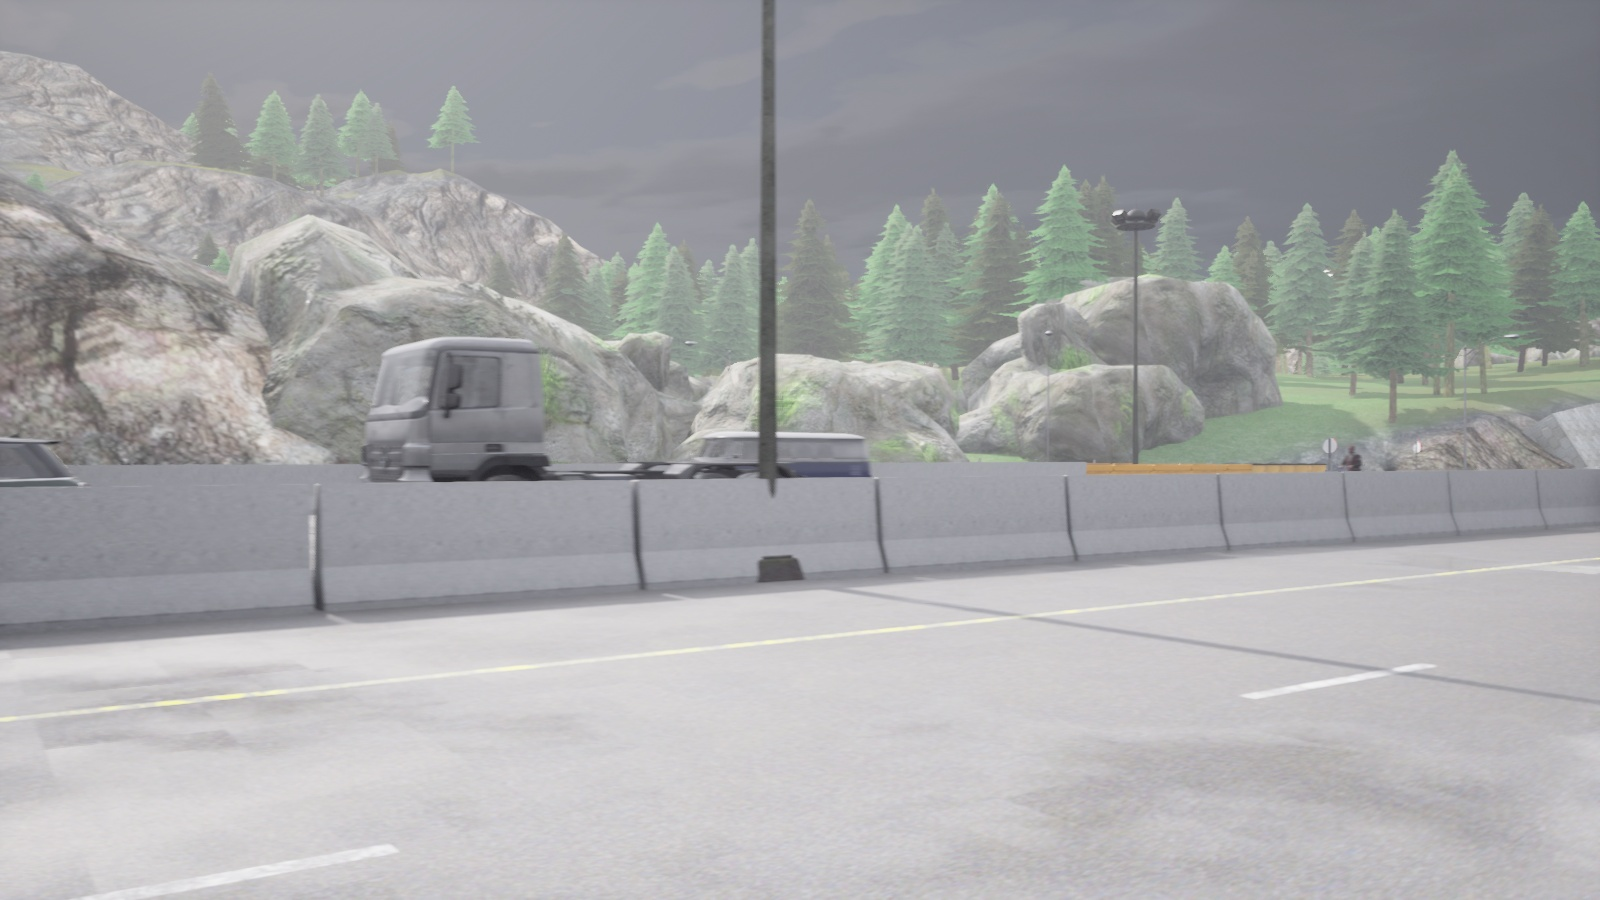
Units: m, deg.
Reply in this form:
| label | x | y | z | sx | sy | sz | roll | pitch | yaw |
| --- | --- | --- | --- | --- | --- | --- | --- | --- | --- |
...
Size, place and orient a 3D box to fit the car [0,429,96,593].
| label | x | y | z | sx | sy | sz | roll | pitch | yaw |
| --- | --- | --- | --- | --- | --- | --- | --- | --- | --- |
| car | -10.311 | 0.658 | 13.540 | 4.553 | 1.767 | 2.097 | 0 | 0 | -35 |

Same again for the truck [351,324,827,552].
| label | x | y | z | sx | sy | sz | roll | pitch | yaw |
| --- | --- | --- | --- | --- | --- | --- | --- | --- | --- |
| truck | -3.576 | -0.174 | 22.495 | 7.936 | 3.462 | 2.891 | 0 | 0 | -35 |

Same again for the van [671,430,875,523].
| label | x | y | z | sx | sy | sz | roll | pitch | yaw |
| --- | --- | --- | --- | --- | --- | --- | --- | --- | --- |
| van | -0.572 | 0.570 | 28.847 | 4.442 | 1.987 | 1.775 | 0 | 0 | -35 |
